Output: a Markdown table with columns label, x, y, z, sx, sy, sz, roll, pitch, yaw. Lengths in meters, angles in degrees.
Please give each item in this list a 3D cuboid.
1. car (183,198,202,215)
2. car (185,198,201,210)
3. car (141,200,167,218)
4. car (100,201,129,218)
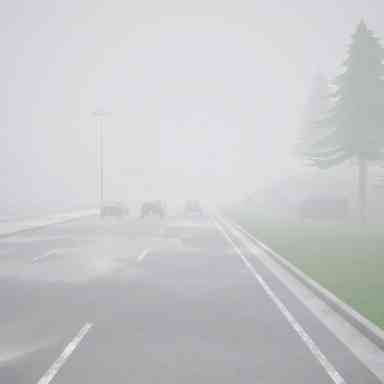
| label | x | y | z | sx | sy | sz | roll | pitch | yaw |
| --- | --- | --- | --- | --- | --- | --- | --- | --- | --- |
| car | 0.097 | 1.547 | 34.436 | 2.033 | 1.411 | 5.357 | 0 | 0 | 0 |
| car | 0.140 | 1.547 | 44.511 | 2.033 | 1.411 | 5.357 | 0 | 0 | 1 |
| car | -3.398 | 1.500 | 29.723 | 1.837 | 1.490 | 4.892 | 0 | -1 | 0 |
| car | -6.899 | 1.525 | 29.847 | 1.812 | 1.442 | 4.674 | 0 | 0 | 0 |
